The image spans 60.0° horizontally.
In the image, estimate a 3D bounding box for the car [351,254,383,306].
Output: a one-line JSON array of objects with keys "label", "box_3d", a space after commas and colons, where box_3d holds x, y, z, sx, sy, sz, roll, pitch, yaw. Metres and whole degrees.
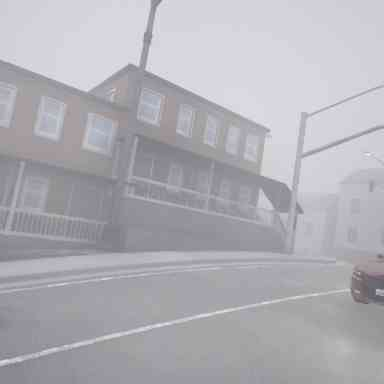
[{"label": "car", "box_3d": [5.864, 2.044, 8.074, 5.008, 1.535, 1.882, 8, -5, -34]}]

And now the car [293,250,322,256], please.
[{"label": "car", "box_3d": [9.416, 5.819, 29.585, 1.895, 1.301, 4.718, 13, -16, -34]}]
